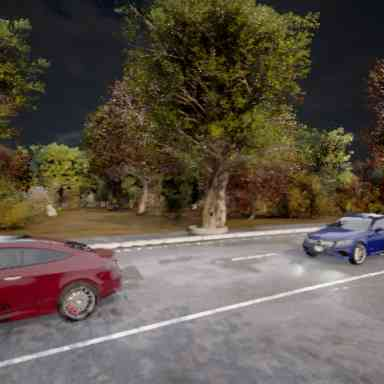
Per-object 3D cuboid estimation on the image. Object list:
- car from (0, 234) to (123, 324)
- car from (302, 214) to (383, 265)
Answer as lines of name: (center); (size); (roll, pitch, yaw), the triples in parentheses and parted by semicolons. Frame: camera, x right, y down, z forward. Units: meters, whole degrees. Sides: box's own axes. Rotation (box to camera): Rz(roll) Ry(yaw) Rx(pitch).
car: (-3.488, 1.495, 5.657); (4.674, 1.442, 1.812); (1, 0, -36)
car: (5.954, 1.516, 11.671); (4.674, 1.442, 1.812); (0, 0, -32)
